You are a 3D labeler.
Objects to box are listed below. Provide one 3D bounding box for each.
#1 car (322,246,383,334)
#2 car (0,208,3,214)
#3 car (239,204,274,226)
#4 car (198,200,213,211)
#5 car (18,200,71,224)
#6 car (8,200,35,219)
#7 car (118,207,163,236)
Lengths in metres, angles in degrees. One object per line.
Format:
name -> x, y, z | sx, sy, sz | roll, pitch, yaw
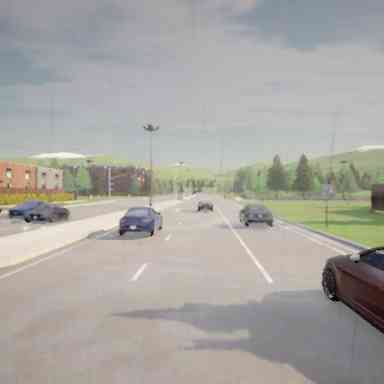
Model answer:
car -> 3.820, 1.584, 5.672 | 1.994, 1.385, 4.181 | 0, 0, 1
car -> -17.603, 1.567, 26.875 | 1.895, 1.301, 4.718 | 0, 0, 3
car -> 4.463, 1.590, 23.645 | 2.033, 1.411, 5.357 | 0, 0, 2
car -> 1.685, 1.653, 41.466 | 1.895, 1.301, 4.718 | 0, 0, 2
car -> -10.687, 1.553, 24.829 | 1.994, 1.385, 4.181 | 0, 0, 3
car -> -13.997, 1.459, 29.119 | 1.882, 1.535, 5.008 | 0, 0, 3
car -> -2.749, 1.536, 18.351 | 1.812, 1.442, 4.674 | 0, 0, 2
